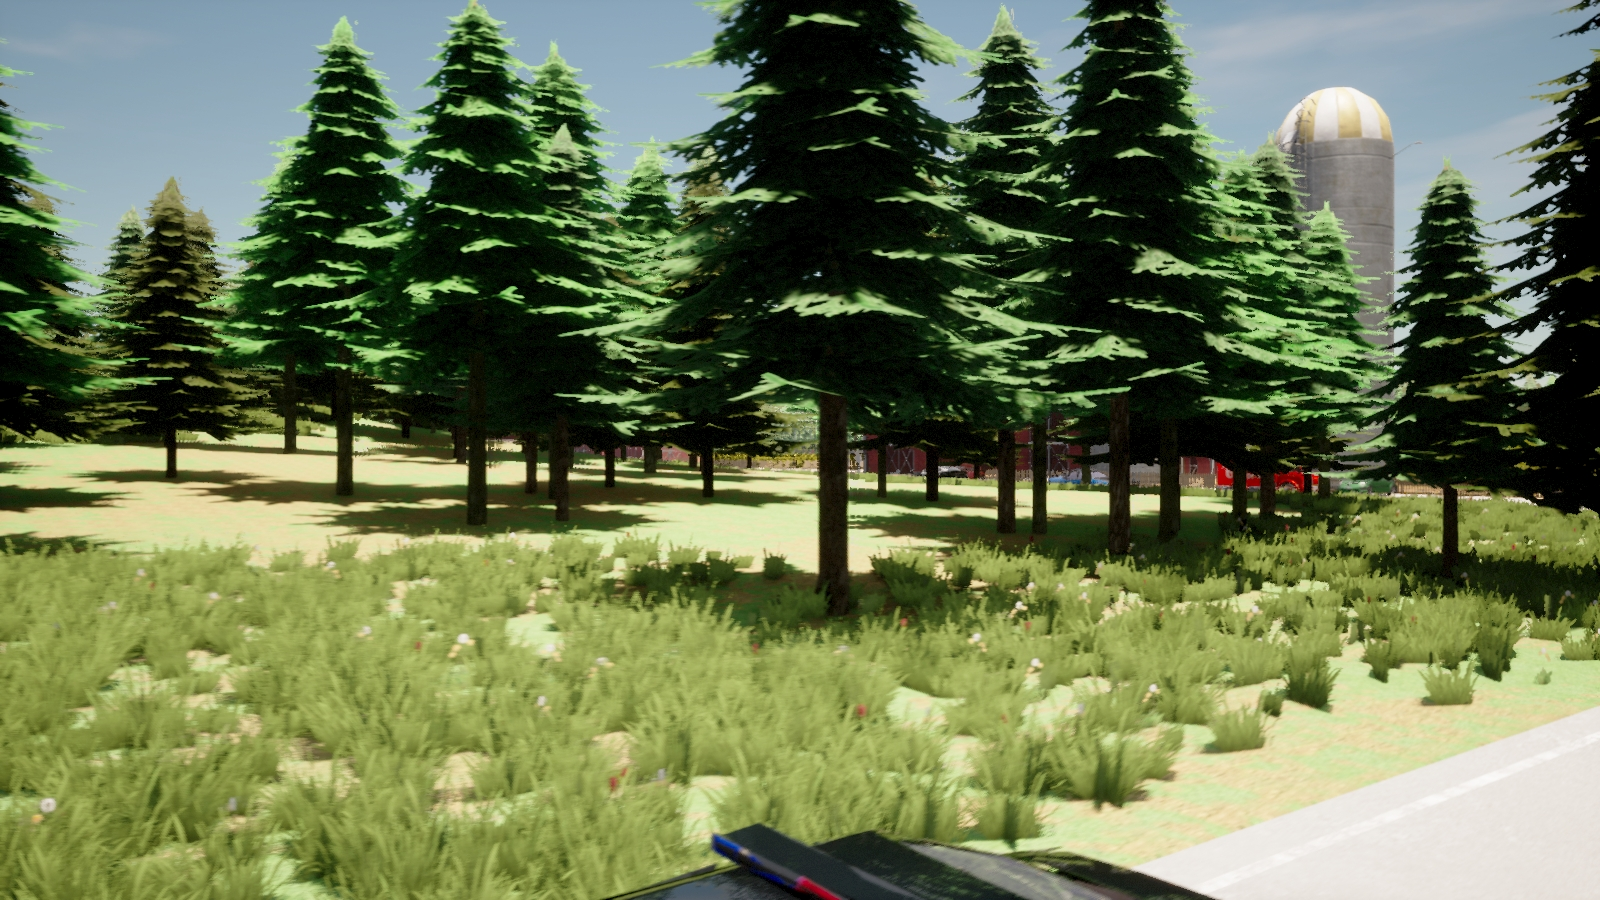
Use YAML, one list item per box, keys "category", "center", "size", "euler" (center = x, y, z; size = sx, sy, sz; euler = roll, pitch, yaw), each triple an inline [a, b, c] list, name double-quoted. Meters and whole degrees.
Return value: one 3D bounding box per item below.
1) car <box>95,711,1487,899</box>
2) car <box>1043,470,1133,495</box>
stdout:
- category: "car"
  center: [-0.255, 2.039, 3.241]
  size: [4.974, 1.542, 2.038]
  euler: [0, 0, -37]
- category: "car"
  center: [17.818, 1.986, 70.859]
  size: [2.033, 1.411, 5.357]
  euler: [0, 0, -36]
